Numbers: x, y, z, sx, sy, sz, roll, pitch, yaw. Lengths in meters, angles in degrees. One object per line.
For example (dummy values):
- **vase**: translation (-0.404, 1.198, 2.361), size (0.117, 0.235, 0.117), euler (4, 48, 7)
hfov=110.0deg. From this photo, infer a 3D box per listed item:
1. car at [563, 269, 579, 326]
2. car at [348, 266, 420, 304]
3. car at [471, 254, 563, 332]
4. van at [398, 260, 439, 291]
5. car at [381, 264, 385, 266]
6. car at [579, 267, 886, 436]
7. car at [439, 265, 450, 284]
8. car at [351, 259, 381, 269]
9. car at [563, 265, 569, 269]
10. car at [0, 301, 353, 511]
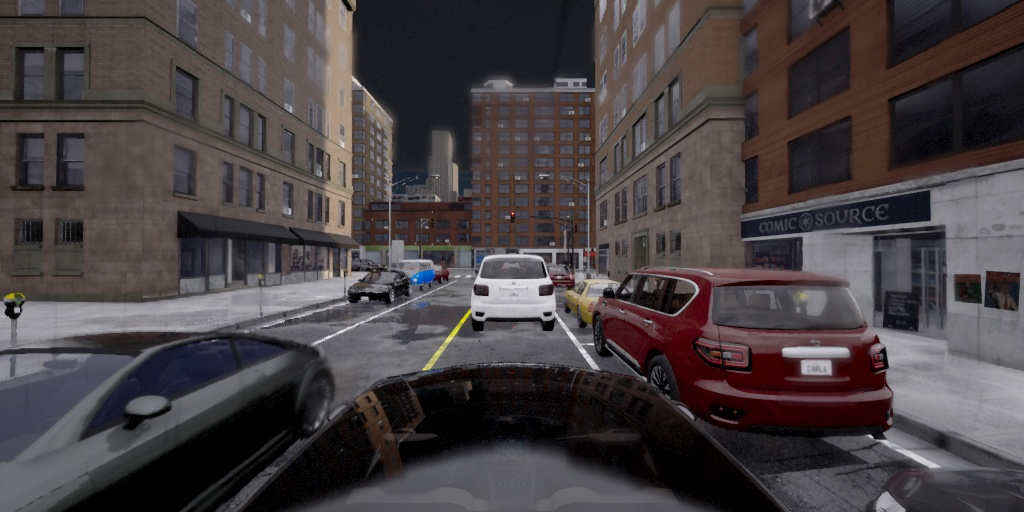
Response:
- **car**: translation (2.652, 1.283, 11.188), size (1.751, 1.417, 4.829), euler (0, 0, 0)
- **car**: translation (-5.884, 1.330, 16.486), size (1.948, 1.339, 4.313), euler (0, 0, 0)
- **car**: translation (0.013, 0.979, 11.064), size (2.150, 2.045, 5.566), euler (0, 0, -1)
- **van**: translation (-5.894, 1.113, 21.969), size (1.690, 1.789, 3.998), euler (0, 0, 0)
- **car**: translation (-17.871, 1.162, 43.586), size (4.892, 1.490, 1.837), euler (0, -1, 0)
- **car**: translation (2.662, 1.067, 5.535), size (2.192, 1.841, 5.009), euler (0, 0, 0)
- **car**: translation (-5.905, 1.324, 27.451), size (1.888, 1.381, 4.507), euler (0, 0, 0)
- **car**: translation (-18.065, 1.167, 40.336), size (5.357, 1.411, 2.033), euler (0, -1, 0)
- **car**: translation (2.631, 1.211, 21.983), size (1.967, 1.591, 4.097), euler (0, 0, 0)
- **car**: translation (-3.100, 1.314, 2.598), size (1.994, 1.385, 4.181), euler (0, 0, 0)
